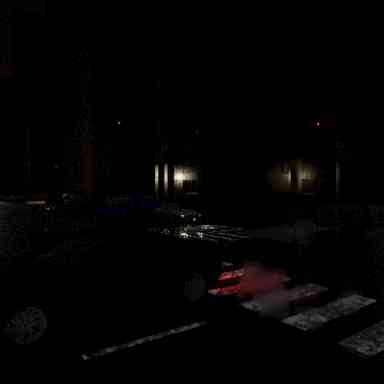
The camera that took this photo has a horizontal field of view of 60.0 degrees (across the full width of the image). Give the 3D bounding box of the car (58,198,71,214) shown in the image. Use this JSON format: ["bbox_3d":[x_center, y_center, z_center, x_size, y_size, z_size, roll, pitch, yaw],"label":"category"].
[{"bbox_3d":[-11.930,1.548,33.977,1.802,1.307,4.206,0,0,-36],"label":"car"}]

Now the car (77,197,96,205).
[{"bbox_3d":[-18.230,1.571,57.403,1.802,1.307,4.206,0,0,-36],"label":"car"}]

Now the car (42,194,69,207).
[{"bbox_3d":[-21.388,1.518,51.916,2.033,1.411,5.357,0,0,-36],"label":"car"}]

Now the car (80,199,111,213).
[{"bbox_3d":[-10.777,1.499,36.946,1.812,1.442,4.674,0,0,-36],"label":"car"}]

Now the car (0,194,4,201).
[{"bbox_3d":[-41.694,1.531,75.510,1.947,1.339,4.313,0,0,-36],"label":"car"}]

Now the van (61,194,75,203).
[{"bbox_3d":[-24.845,1.331,66.634,1.690,1.788,3.998,0,0,-36],"label":"van"}]

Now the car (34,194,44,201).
[{"bbox_3d":[-38.073,1.306,85.093,2.192,1.841,5.009,0,0,-36],"label":"car"}]

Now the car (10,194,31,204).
[{"bbox_3d":[-31.773,1.515,61.665,2.008,1.369,4.403,0,0,-36],"label":"car"}]

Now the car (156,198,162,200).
[{"bbox_3d":[-1.694,1.577,34.330,1.802,1.307,4.206,0,0,-36],"label":"car"}]

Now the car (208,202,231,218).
[{"bbox_3d":[1.613,1.550,29.715,2.008,1.369,4.403,0,0,-36],"label":"car"}]

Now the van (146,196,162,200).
[{"bbox_3d":[-5.001,1.333,38.945,1.690,1.788,3.998,0,0,-36],"label":"van"}]

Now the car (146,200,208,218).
[{"bbox_3d":[-1.190,1.510,23.562,1.812,1.442,4.674,0,0,-36],"label":"car"}]

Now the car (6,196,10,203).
[{"bbox_3d":[-35.079,1.405,66.280,1.967,1.590,4.097,0,0,-36],"label":"car"}]

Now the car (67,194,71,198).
[{"bbox_3d":[-22.386,1.528,58.460,2.033,1.411,5.357,0,0,-36],"label":"car"}]

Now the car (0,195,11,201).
[{"bbox_3d":[-44.902,1.491,79.985,1.752,1.417,4.829,0,0,-36],"label":"car"}]

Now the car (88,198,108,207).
[{"bbox_3d":[-14.923,1.571,52.788,1.802,1.307,4.206,0,0,-36],"label":"car"}]

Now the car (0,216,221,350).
[{"bbox_3d":[-1.654,1.478,6.445,5.008,1.535,1.882,0,1,-38],"label":"car"}]

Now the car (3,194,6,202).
[{"bbox_3d":[-38.288,1.490,70.756,1.752,1.417,4.829,0,0,-36],"label":"car"}]

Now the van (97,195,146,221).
[{"bbox_3d":[-5.315,1.315,24.748,1.690,1.788,3.998,0,0,-36],"label":"van"}]

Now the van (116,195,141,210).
[{"bbox_3d":[-8.308,1.331,43.560,1.690,1.788,3.998,0,0,-36],"label":"van"}]

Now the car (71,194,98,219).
[{"bbox_3d":[-8.621,1.285,29.363,2.192,1.841,5.009,0,0,-36],"label":"car"}]

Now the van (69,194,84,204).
[{"bbox_3d":[-21.537,1.330,62.019,1.690,1.788,3.998,0,0,-36],"label":"van"}]
